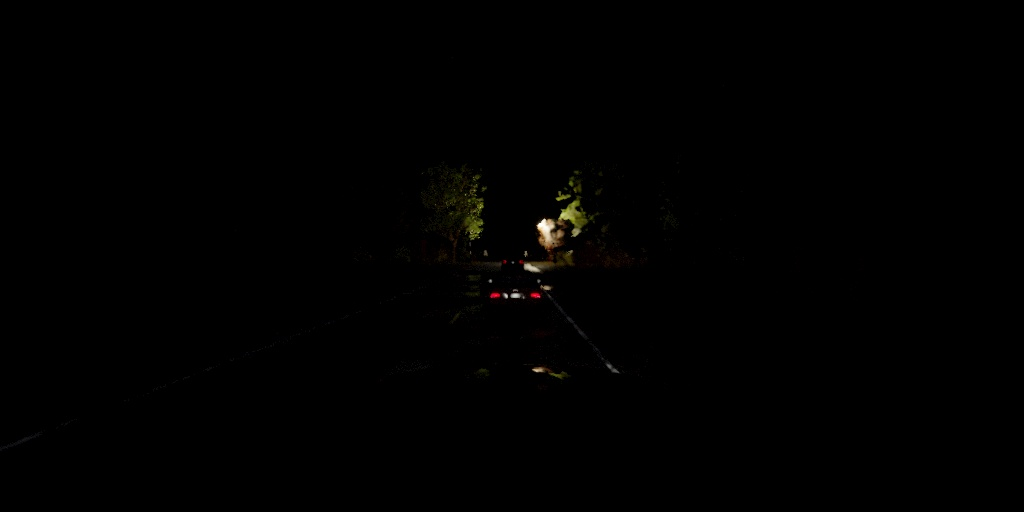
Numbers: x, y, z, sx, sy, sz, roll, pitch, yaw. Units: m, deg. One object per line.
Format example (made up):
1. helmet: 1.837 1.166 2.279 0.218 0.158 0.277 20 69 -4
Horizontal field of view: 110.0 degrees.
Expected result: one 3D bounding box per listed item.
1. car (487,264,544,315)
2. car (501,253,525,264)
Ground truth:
1. car: 0.099 1.205 13.120 2.033 1.411 5.357 0 0 0
2. car: 0.093 0.695 36.220 2.150 2.045 5.566 0 0 0
